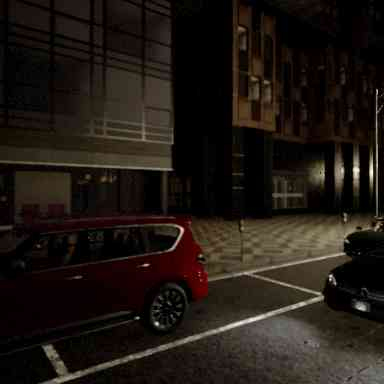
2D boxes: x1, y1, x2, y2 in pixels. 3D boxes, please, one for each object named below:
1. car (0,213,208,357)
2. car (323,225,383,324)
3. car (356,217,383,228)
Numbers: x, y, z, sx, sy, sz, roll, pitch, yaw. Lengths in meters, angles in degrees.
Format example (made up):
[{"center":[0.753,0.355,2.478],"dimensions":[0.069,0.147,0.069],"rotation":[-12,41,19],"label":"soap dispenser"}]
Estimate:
[{"center":[-2.030,1.317,5.203],"dimensions":[5.009,1.841,2.192],"rotation":[0,0,-36],"label":"car"},{"center":[4.563,1.535,6.574],"dimensions":[4.674,1.442,1.812],"rotation":[0,0,-35],"label":"car"},{"center":[7.092,1.566,11.734],"dimensions":[4.403,1.369,2.008],"rotation":[0,0,-36],"label":"car"}]
